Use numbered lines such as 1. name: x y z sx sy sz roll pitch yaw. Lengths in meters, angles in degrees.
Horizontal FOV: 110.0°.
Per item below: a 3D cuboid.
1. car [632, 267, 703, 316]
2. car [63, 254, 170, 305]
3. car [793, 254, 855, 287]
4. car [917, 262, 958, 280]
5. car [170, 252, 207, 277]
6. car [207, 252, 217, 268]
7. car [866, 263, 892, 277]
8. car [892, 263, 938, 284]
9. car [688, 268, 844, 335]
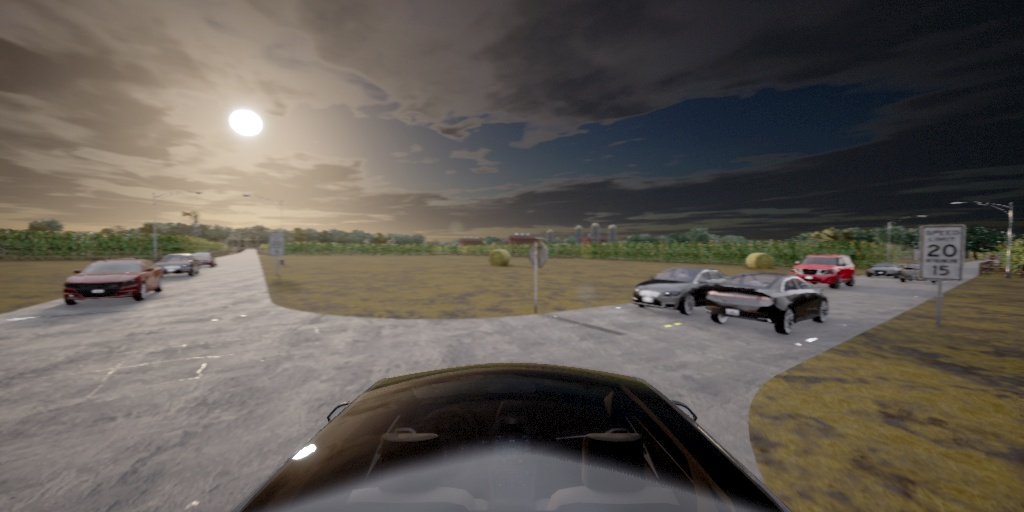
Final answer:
1. car: 6.457 1.167 13.255 4.902 1.511 2.128 0 2 -36
2. car: -15.249 0.849 13.986 1.882 1.535 5.008 -1 2 -35
3. car: 19.885 0.933 22.872 5.566 2.045 2.150 0 2 -35
4. car: 40.719 1.382 34.240 5.357 1.411 2.033 0 2 -35
5. car: -22.745 0.596 24.494 2.128 1.511 4.902 -1 2 -35
6. car: -30.449 0.375 35.327 1.812 1.442 4.674 -1 2 -35
7. car: 34.749 1.360 33.366 4.181 1.385 1.994 0 2 -35
8. car: 32.013 1.311 27.996 4.902 1.511 2.128 0 2 -34
9. car: 7.685 1.247 10.685 4.902 1.511 2.128 0 2 -35
